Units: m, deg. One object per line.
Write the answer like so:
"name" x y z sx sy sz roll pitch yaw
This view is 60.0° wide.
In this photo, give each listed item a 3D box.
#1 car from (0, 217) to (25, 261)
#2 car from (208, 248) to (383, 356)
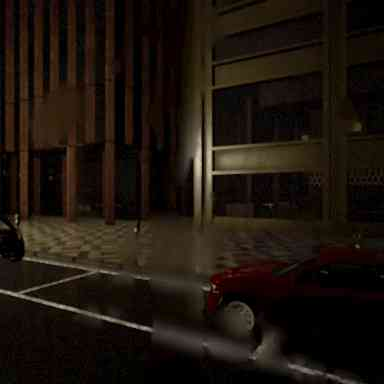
"car" -7.406 1.448 10.832 4.097 1.590 1.967 0 0 30
"car" 2.393 1.547 5.095 4.507 1.381 1.887 0 0 30
